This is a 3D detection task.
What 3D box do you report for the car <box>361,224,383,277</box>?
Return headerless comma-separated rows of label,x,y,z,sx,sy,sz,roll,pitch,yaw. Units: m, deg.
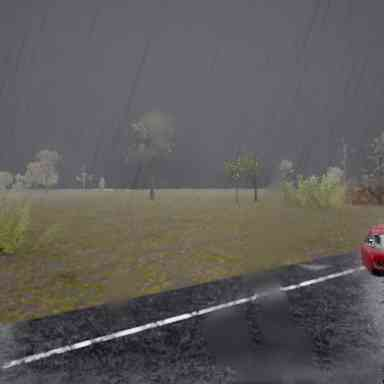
car,6.777,1.127,8.795,5.566,2.045,2.150,-1,0,-35
